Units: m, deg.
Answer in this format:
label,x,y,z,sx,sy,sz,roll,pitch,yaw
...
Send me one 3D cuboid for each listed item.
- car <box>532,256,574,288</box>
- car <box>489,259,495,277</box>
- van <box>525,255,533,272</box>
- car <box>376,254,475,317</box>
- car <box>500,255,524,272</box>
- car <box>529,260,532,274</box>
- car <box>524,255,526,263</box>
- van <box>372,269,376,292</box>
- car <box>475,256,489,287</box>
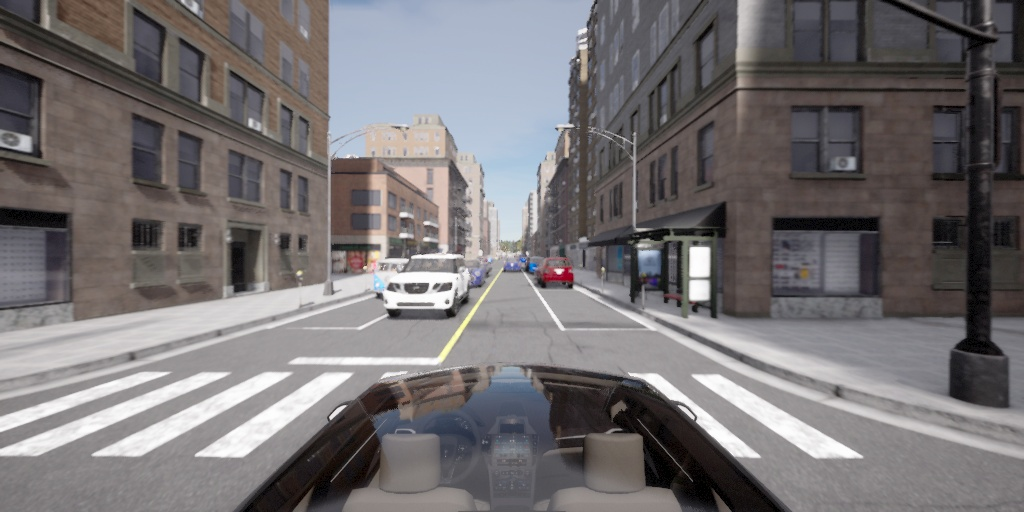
label,x,y,z,sx,sy,sz,roll,pitch,yaw
car,2.699,1.017,22.993,2.192,1.841,5.009,0,0,0
car,-2.844,1.244,33.507,1.895,1.301,4.718,0,0,0
van,2.679,0.991,39.212,1.690,1.789,3.998,0,0,0
car,-2.847,0.930,13.312,2.150,2.045,5.566,0,0,0
car,0.041,0.980,42.327,2.097,1.767,4.553,0,0,0
car,2.692,1.236,28.400,2.007,1.370,4.403,0,0,0
car,2.672,0.947,44.619,2.192,1.841,5.009,0,0,0
van,-5.411,1.023,17.583,1.690,1.789,3.998,0,0,0
car,-2.850,1.027,23.437,2.097,1.767,4.553,0,0,0
